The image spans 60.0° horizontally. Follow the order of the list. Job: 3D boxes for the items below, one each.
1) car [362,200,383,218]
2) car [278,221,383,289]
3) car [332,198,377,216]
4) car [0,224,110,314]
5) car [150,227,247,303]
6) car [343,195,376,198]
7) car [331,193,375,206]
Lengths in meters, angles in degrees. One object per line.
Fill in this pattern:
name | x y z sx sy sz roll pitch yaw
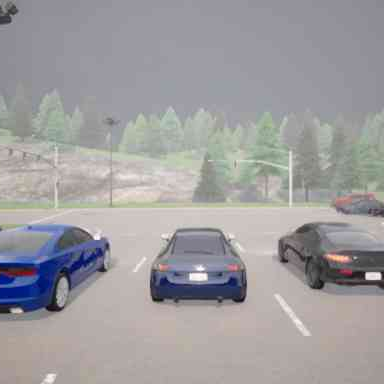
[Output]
car | 17.771 1.582 28.750 4.718 1.301 1.895 0 0 -2
car | 3.680 1.520 8.981 1.812 1.442 4.674 0 0 1
car | 16.957 1.526 32.215 5.357 1.411 2.033 0 0 -2
car | -3.350 1.473 7.747 1.882 1.535 5.008 0 0 1
car | 0.163 1.559 8.245 1.994 1.385 4.181 0 0 1
car | 20.041 1.481 39.310 4.892 1.490 1.837 0 0 -1
car | 20.892 1.194 42.829 5.566 2.045 2.150 0 0 -1
